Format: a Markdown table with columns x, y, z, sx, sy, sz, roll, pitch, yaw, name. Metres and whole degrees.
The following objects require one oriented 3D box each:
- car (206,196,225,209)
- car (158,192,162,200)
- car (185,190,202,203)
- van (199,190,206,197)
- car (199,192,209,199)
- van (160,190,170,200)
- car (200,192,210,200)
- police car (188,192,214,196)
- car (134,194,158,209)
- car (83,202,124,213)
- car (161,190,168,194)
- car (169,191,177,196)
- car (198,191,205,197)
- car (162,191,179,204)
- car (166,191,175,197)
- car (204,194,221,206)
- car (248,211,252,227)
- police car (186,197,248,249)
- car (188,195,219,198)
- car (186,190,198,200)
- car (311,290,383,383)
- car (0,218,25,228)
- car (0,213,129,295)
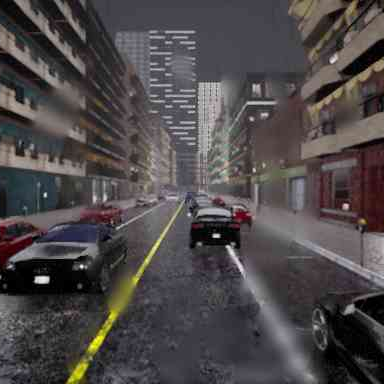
| x | y | z | sx | sy | sz | roll | pitch | yaw | name |
| --- | --- | --- | --- | --- | --- | --- | --- | --- | --- |
| 2.565 | 1.113 | 37.135 | 1.802 | 1.307 | 4.206 | 1 | 1 | 0 | car |
| -5.316 | 0.990 | 42.642 | 1.752 | 1.417 | 4.829 | 1 | 1 | 0 | car |
| -0.010 | 0.731 | 49.698 | 2.097 | 1.767 | 4.553 | 0 | 1 | 0 | car |
| 2.557 | 0.344 | 82.646 | 1.690 | 1.788 | 3.998 | 0 | 1 | 0 | van |
| 2.557 | 0.711 | 71.270 | 1.802 | 1.307 | 4.206 | 0 | 1 | 0 | car |
| -5.319 | 0.535 | 65.566 | 1.690 | 1.788 | 3.998 | 1 | 1 | 0 | van |
| 2.559 | 0.716 | 65.750 | 1.752 | 1.417 | 4.829 | 0 | 1 | 0 | car |
| 0.819 | 1.047 | 29.786 | 1.930 | 1.638 | 5.238 | 0 | 1 | 0 | police car |
| -5.315 | 1.083 | 37.122 | 2.008 | 1.369 | 4.403 | 1 | 1 | 0 | car |
| -5.312 | 1.287 | 20.053 | 1.887 | 1.381 | 4.507 | 1 | 1 | 0 | car |
| -5.320 | 0.804 | 59.880 | 1.887 | 1.381 | 4.507 | 1 | 1 | 0 | car |
| -5.328 | 0.425 | 94.017 | 1.887 | 1.381 | 4.507 | 0 | 1 | 0 | car |
| 2.554 | 0.465 | 88.508 | 1.752 | 1.417 | 4.829 | 0 | 1 | 0 | car |
| -2.844 | 0.919 | 48.565 | 1.812 | 1.442 | 4.674 | 0 | 1 | 0 | car |
| -5.325 | 0.549 | 82.637 | 1.887 | 1.381 | 4.507 | 0 | 1 | 0 | car |
| 2.564 | 1.007 | 42.825 | 1.887 | 1.381 | 4.507 | 1 | 1 | 0 | car |
| 2.568 | 1.324 | 20.067 | 1.802 | 1.307 | 4.206 | 1 | 1 | 0 | car |
| 0.822 | 1.246 | 13.787 | 1.930 | 1.638 | 5.238 | 0 | 1 | 0 | police car |
| 0.820 | 1.202 | 23.678 | 1.837 | 1.490 | 4.892 | 0 | 1 | 0 | car |
| -0.013 | 0.556 | 64.698 | 2.097 | 1.767 | 4.553 | 0 | 1 | 0 | car |
| 2.572 | 1.525 | 3.000 | 1.947 | 1.339 | 4.313 | 1 | 1 | 0 | car |
| -5.309 | 1.431 | 8.676 | 1.887 | 1.381 | 4.507 | 1 | 1 | 0 | car |
| -2.851 | 1.455 | 8.312 | 1.994 | 1.385 | 4.181 | 0 | 1 | 0 | car |
